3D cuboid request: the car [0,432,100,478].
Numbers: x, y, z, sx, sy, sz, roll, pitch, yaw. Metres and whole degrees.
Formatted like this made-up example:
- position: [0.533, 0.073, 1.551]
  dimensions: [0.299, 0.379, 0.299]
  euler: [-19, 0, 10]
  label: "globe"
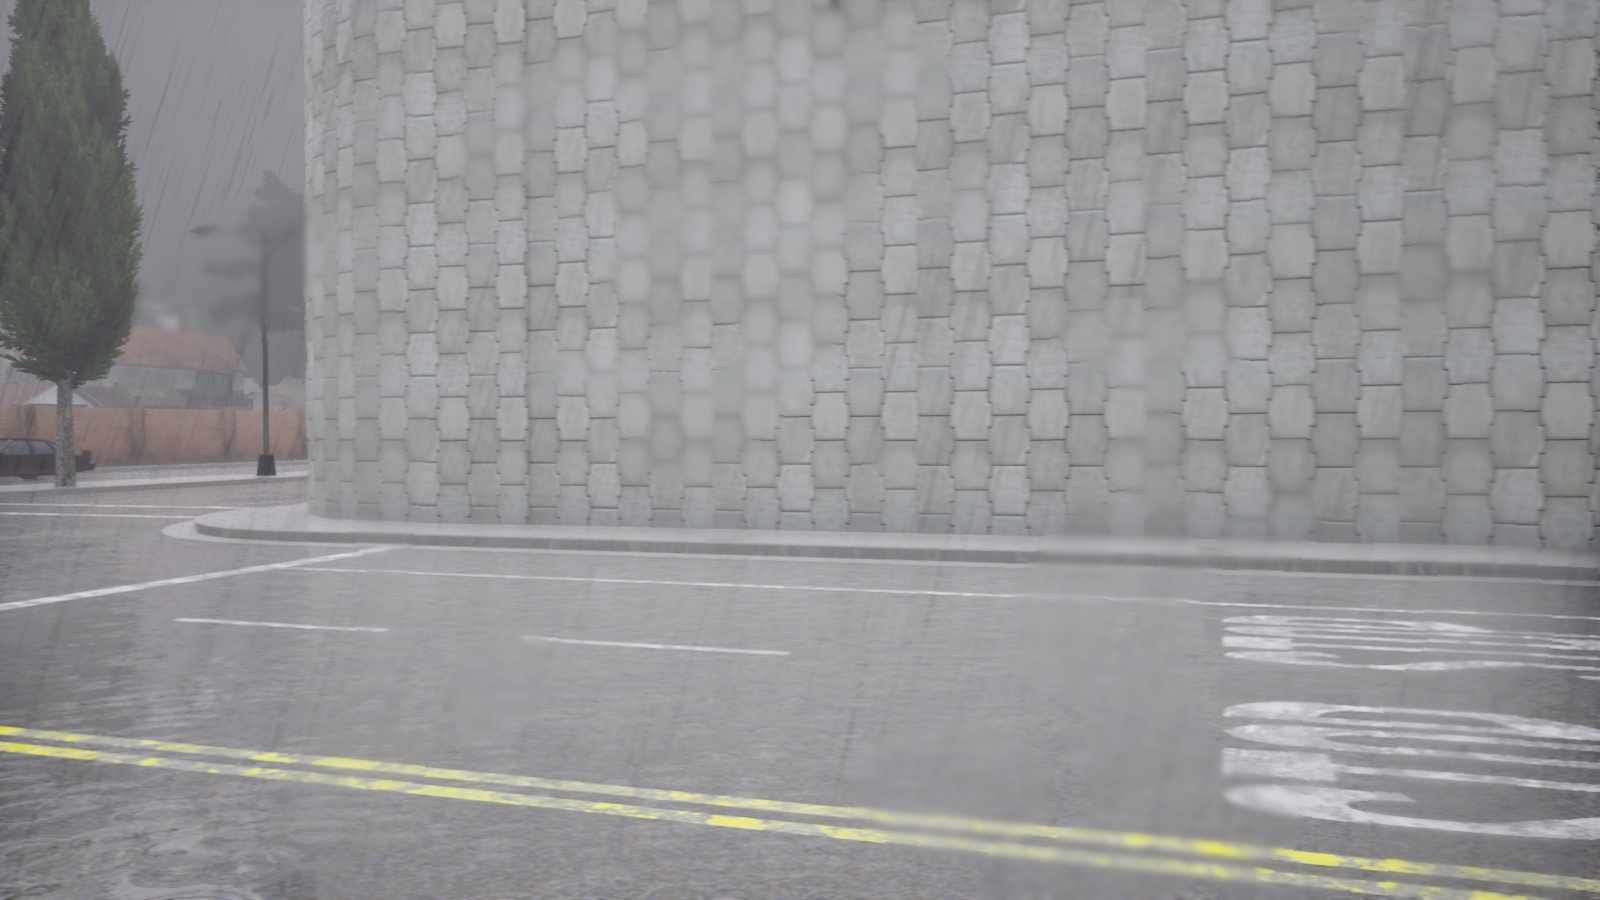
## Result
- position: [-25.518, 0.132, 40.318]
  dimensions: [2.033, 1.411, 5.357]
  euler: [1, 1, 18]
  label: "car"
